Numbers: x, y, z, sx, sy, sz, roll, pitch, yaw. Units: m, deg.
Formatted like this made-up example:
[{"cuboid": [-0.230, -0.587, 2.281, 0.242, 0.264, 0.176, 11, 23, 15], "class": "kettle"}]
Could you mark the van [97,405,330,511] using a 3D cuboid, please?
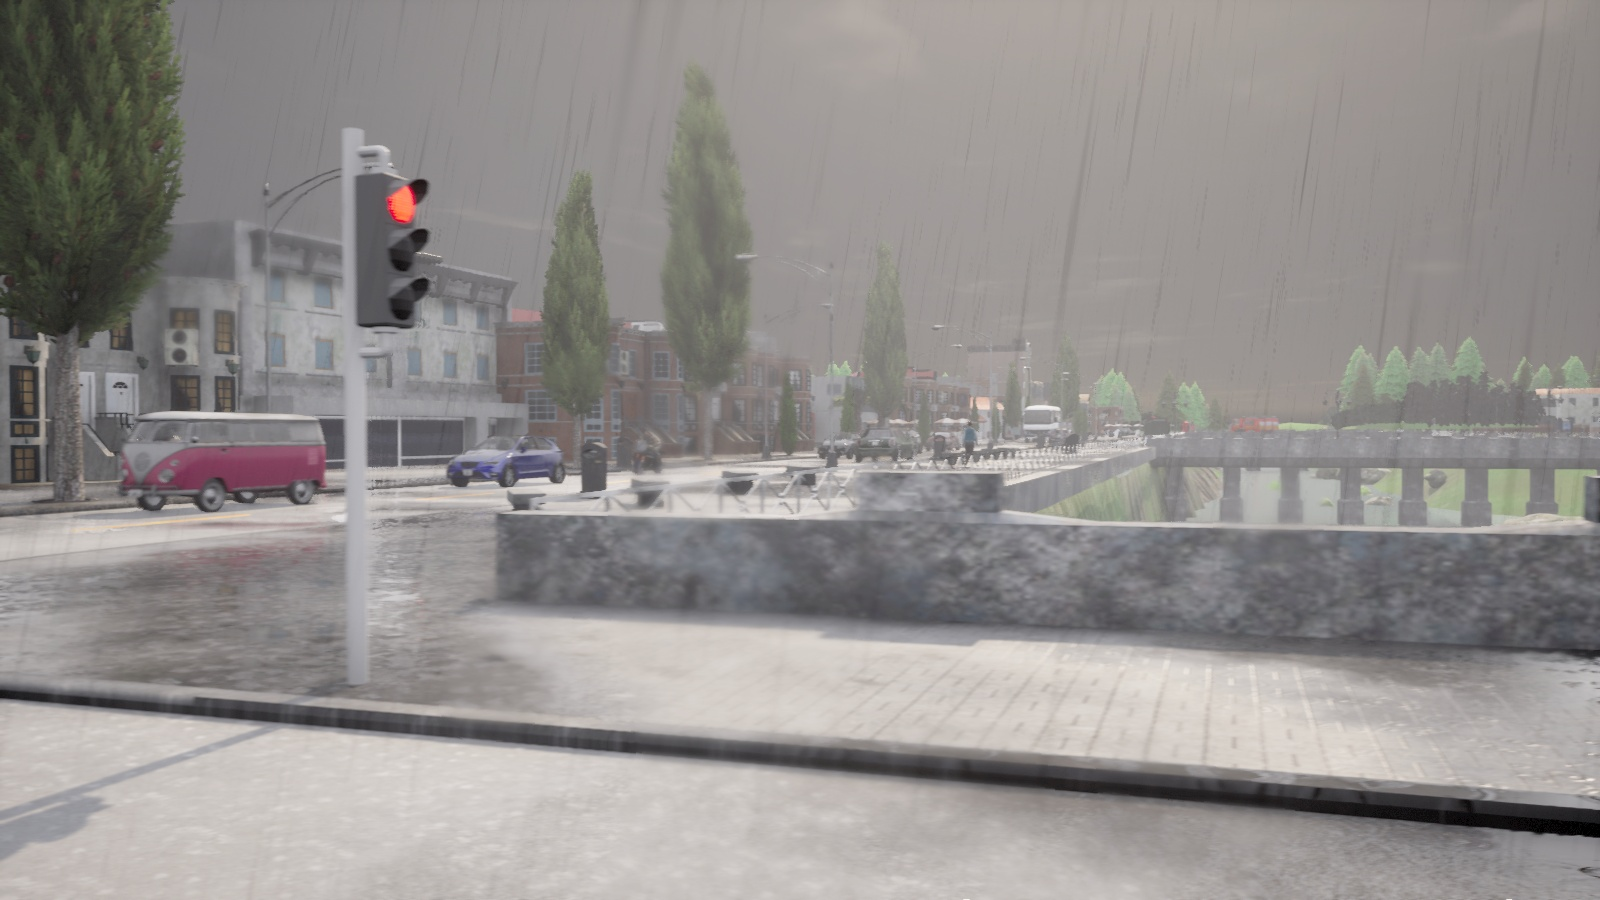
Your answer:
[{"cuboid": [-11.923, 0.121, 25.909, 1.775, 1.987, 4.442, 1, 1, 19], "class": "van"}]

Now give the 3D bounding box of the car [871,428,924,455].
[{"cuboid": [6.250, -0.587, 79.989, 2.242, 1.667, 4.611, 1, 1, 19], "class": "car"}]

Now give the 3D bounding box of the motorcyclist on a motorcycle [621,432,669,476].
[{"cuboid": [-5.527, 0.121, 44.959, 0.866, 1.530, 2.191, 1, 1, 19], "class": "motorcyclist on a motorcycle"}]

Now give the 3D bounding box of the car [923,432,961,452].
[{"cuboid": [10.468, -0.590, 92.543, 1.812, 1.442, 4.674, 1, 1, 19], "class": "car"}]

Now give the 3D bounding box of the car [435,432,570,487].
[{"cuboid": [-8.479, 0.229, 36.170, 1.816, 1.474, 4.193, 1, 1, 19], "class": "car"}]

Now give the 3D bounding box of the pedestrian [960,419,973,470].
[{"cuboid": [6.436, -0.215, 48.463, 0.396, 1.930, 0.692, 0, 1, 15], "class": "pedestrian"}]

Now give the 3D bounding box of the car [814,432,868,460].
[{"cuboid": [2.246, -0.242, 68.079, 1.816, 1.474, 4.193, 1, 1, 19], "class": "car"}]

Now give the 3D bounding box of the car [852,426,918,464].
[{"cuboid": [4.197, -0.281, 61.329, 2.097, 1.767, 4.553, 1, 1, 19], "class": "car"}]
